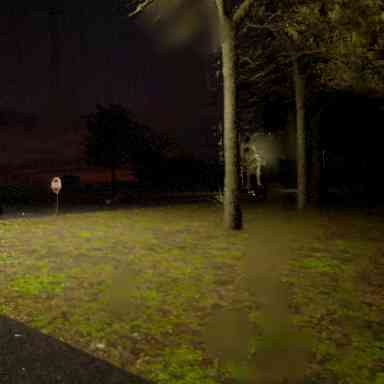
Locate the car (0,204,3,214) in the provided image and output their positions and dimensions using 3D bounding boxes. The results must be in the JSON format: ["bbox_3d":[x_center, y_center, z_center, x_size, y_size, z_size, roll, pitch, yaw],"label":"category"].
[{"bbox_3d":[-13.683,0.950,19.218,1.882,1.535,5.008,-1,2,34],"label":"car"}]

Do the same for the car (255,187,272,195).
[{"bbox_3d":[12.385,-0.197,57.684,1.812,1.442,4.674,-2,1,31],"label":"car"}]

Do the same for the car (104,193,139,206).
[{"bbox_3d":[-8.270,0.850,39.508,1.812,1.442,4.674,-2,1,34],"label":"car"}]

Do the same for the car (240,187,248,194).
[{"bbox_3d":[9.182,-0.162,65.002,2.128,1.511,4.902,-2,1,34],"label":"car"}]
